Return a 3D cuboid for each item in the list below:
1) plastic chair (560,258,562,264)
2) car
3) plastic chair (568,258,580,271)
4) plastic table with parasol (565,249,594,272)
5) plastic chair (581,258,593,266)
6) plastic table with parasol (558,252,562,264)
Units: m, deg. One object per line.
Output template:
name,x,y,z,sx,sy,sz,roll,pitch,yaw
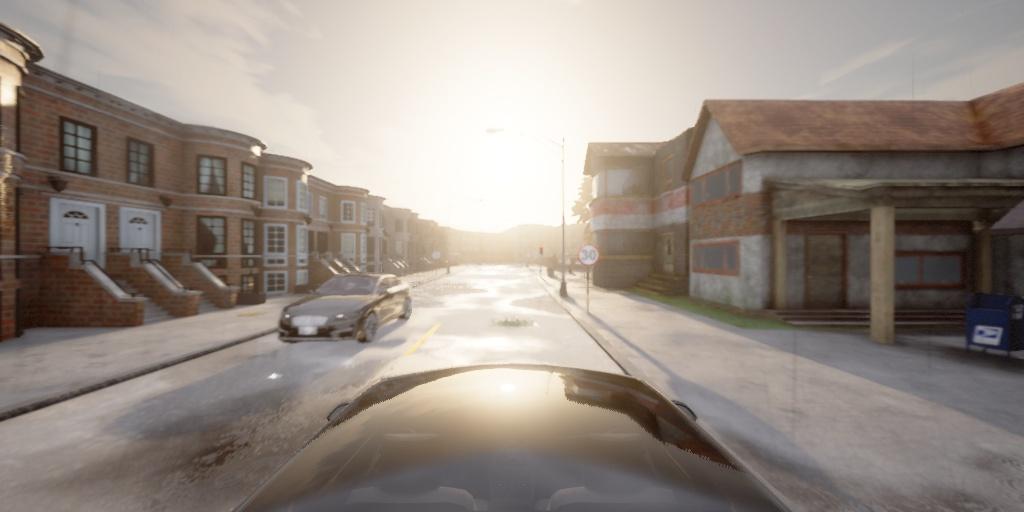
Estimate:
plastic chair,8.619,1.207,57.201,0.730,1.272,0.750,0,0,-40
car,-4.095,1.227,9.647,2.128,1.511,4.902,0,0,0
plastic chair,9.058,1.253,52.711,0.730,1.272,0.750,0,0,-40
plastic table with parasol,10.089,0.648,53.455,2.482,2.480,2.482,0,0,-40
plastic chair,10.990,1.254,52.482,0.750,1.272,0.730,0,0,-35
plastic table with parasol,9.650,0.605,57.945,2.482,2.480,2.482,0,0,-40
